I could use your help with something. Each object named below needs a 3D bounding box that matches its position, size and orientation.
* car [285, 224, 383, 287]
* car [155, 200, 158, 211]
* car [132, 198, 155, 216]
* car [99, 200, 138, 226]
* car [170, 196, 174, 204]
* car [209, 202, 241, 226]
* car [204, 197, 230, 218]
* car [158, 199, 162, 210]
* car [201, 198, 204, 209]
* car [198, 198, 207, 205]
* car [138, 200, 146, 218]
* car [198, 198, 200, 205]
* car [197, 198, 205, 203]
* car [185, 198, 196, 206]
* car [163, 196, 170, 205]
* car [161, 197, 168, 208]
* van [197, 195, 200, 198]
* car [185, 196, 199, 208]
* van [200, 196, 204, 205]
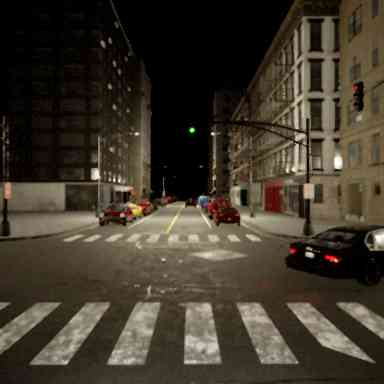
[{"bbox_3d":[5.167,1.647,9.561,5.357,1.411,2.033,1,-1,-29],"label":"car"},{"bbox_3d":[-5.593,1.818,40.661,1.752,1.417,4.829,0,0,0],"label":"car"},{"bbox_3d":[-5.566,1.572,35.423,2.192,1.841,5.009,0,0,0],"label":"car"},{"bbox_3d":[-5.510,1.620,24.603,1.967,1.590,4.097,0,0,0],"label":"car"},{"bbox_3d":[-5.763,1.829,73.288,2.192,1.841,5.009,0,0,0],"label":"car"},{"bbox_3d":[2.515,1.719,24.645,1.887,1.381,4.507,0,0,0],"label":"car"},{"bbox_3d":[2.487,1.528,30.055,2.192,1.841,5.009,0,0,0],"label":"car"},{"bbox_3d":[-5.622,1.897,46.240,1.947,1.339,4.313,0,0,0],"label":"car"},{"bbox_3d":[2.431,1.834,40.872,1.887,1.381,4.507,0,0,0],"label":"car"},{"bbox_3d":[2.261,2.036,73.498,1.752,1.417,4.829,0,0,0],"label":"car"},{"bbox_3d":[-5.537,1.742,29.842,1.752,1.417,4.829,0,0,0],"label":"car"},{"bbox_3d":[2.374,1.929,51.691,1.947,1.339,4.313,0,0,0],"label":"car"},{"bbox_3d":[2.205,2.128,84.146,1.887,1.381,4.507,0,0,0],"label":"car"},{"bbox_3d":[-0.306,2.005,65.397,2.033,1.411,5.357,0,0,0],"label":"car"},{"bbox_3d":[-5.707,2.007,62.468,1.947,1.339,4.313,0,0,0],"label":"car"},{"bbox_3d":[-5.679,1.956,57.059,2.008,1.369,4.403,0,0,0],"label":"car"},{"bbox_3d":[2.290,1.814,67.920,1.690,1.788,3.998,0,0,0],"label":"van"},{"bbox_3d":[-0.191,1.917,55.563,1.812,1.442,4.674,0,0,0],"label":"car"},{"bbox_3d":[2.403,1.667,46.284,1.690,1.788,3.998,0,0,0],"label":"van"}]
